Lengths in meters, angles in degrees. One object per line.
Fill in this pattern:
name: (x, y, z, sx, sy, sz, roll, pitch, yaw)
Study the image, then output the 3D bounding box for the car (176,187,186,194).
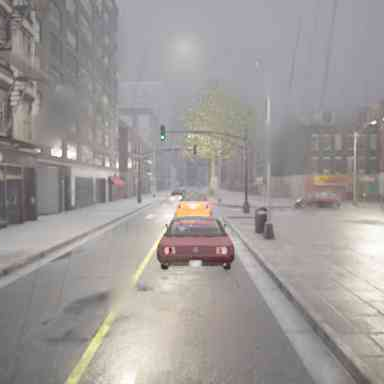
car: (-2.438, -0.337, 73.422, 1.994, 1.385, 4.181, 0, 1, 0)

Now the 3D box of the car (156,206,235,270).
car: (0.109, 1.342, 10.018, 1.895, 1.301, 4.718, 0, 1, 1)

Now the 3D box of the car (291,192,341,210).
car: (11.052, 0.746, 29.985, 4.097, 1.590, 1.967, 0, 1, 0)

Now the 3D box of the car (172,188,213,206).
car: (0.248, 0.818, 20.840, 2.097, 1.767, 4.553, 0, 1, 5)

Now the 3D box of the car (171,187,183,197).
car: (-2.564, 0.159, 57.187, 1.895, 1.301, 4.718, 0, 1, 1)
